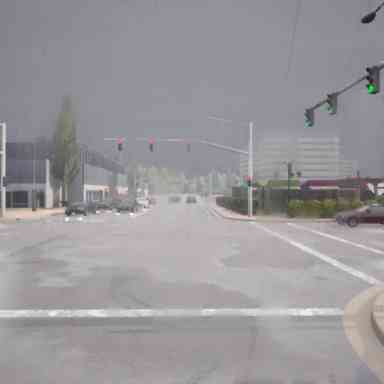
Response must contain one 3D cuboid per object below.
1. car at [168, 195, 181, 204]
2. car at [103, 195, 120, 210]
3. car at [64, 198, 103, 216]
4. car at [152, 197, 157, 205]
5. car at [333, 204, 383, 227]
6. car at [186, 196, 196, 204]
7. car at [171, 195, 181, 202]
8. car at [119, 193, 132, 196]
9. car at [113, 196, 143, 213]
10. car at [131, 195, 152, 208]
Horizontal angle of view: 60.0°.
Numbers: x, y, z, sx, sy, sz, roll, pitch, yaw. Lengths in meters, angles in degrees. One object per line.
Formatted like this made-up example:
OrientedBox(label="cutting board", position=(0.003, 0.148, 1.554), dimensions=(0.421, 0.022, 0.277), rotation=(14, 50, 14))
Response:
OrientedBox(label="car", position=(-3.629, 1.530, 64.536), dimensions=(2.033, 1.411, 5.357), rotation=(0, 0, 0))
OrientedBox(label="car", position=(-10.683, 1.494, 42.113), dimensions=(1.837, 1.490, 4.892), rotation=(0, 0, 0))
OrientedBox(label="car", position=(-10.665, 1.539, 32.557), dimensions=(2.033, 1.411, 5.357), rotation=(0, 0, 0))
OrientedBox(label="car", position=(-7.195, 1.549, 56.797), dimensions=(1.994, 1.385, 4.181), rotation=(0, 0, 0))
OrientedBox(label="car", position=(11.762, 1.520, 21.899), dimensions=(4.674, 1.442, 1.812), rotation=(0, 0, 1))
OrientedBox(label="car", position=(-0.129, 1.474, 64.543), dimensions=(2.128, 1.511, 4.902), rotation=(0, 0, 0))
OrientedBox(label="car", position=(-3.649, 1.405, 74.809), dimensions=(1.994, 1.385, 4.181), rotation=(0, 0, 0))
OrientedBox(label="car", position=(-10.697, 1.207, 52.717), dimensions=(2.150, 2.045, 5.566), rotation=(0, 0, 0))
OrientedBox(label="car", position=(-7.175, 1.495, 37.651), dimensions=(1.837, 1.490, 4.892), rotation=(0, 0, 0))
OrientedBox(label="car", position=(-7.187, 1.513, 46.836), dimensions=(1.812, 1.442, 4.674), rotation=(0, 0, 0))
